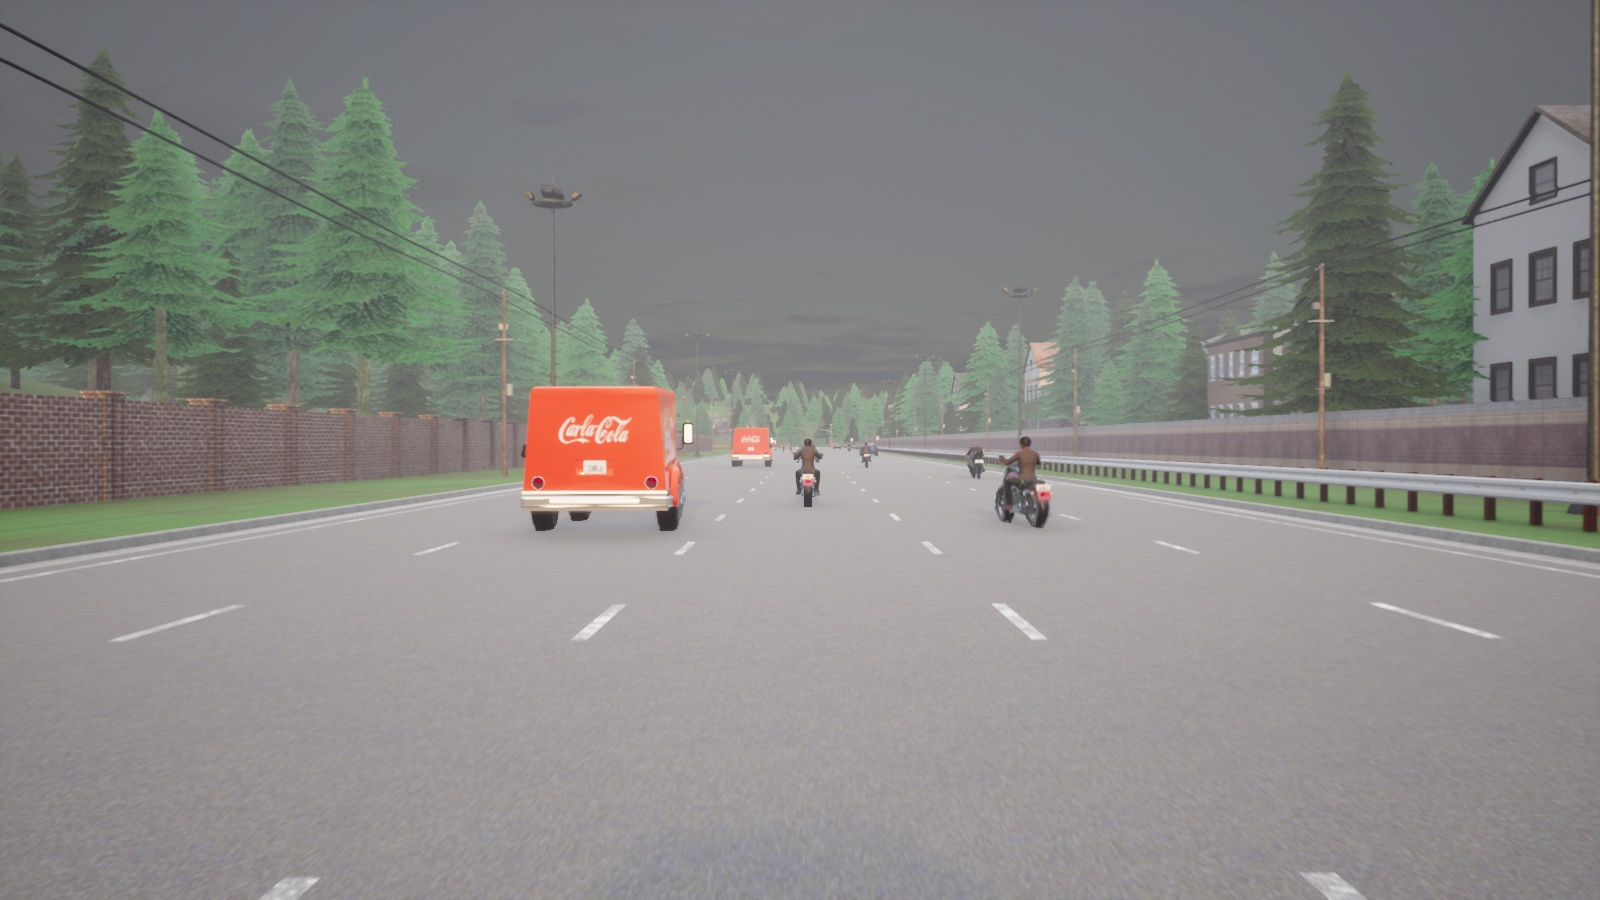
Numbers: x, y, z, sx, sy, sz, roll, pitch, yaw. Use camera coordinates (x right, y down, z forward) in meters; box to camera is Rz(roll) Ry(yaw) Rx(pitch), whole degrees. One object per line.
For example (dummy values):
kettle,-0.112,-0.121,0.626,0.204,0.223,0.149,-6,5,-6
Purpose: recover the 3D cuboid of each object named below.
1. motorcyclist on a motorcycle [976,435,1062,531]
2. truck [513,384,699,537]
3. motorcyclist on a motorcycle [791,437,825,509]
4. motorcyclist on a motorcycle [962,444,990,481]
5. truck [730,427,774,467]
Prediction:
motorcyclist on a motorcycle,3.950,0.573,22.827,0.766,1.649,2.350,1,0,-10
truck,-3.336,0.135,22.869,2.627,2.467,5.204,0,1,-1
motorcyclist on a motorcycle,0.190,0.529,30.150,0.766,1.649,2.350,0,0,0
motorcyclist on a motorcycle,7.318,0.496,52.320,0.866,1.530,2.191,0,0,0
truck,-3.021,-0.189,80.138,2.627,2.467,5.204,0,0,0
